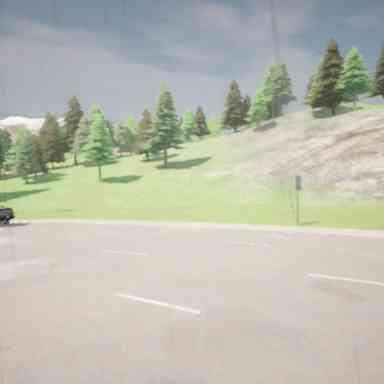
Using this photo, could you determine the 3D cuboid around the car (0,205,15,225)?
[{"bbox_3d":[-13.975,1.446,21.550,4.902,1.511,2.128,-1,1,13],"label":"car"}]
